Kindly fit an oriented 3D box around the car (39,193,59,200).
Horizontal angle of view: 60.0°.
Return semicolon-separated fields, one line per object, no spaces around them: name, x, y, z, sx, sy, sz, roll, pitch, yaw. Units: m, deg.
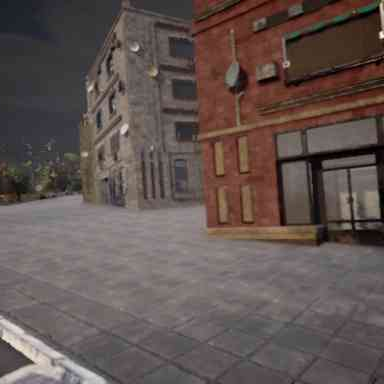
car;-27.893;0.824;64.952;1.895;1.301;4.718;-5;3;4
